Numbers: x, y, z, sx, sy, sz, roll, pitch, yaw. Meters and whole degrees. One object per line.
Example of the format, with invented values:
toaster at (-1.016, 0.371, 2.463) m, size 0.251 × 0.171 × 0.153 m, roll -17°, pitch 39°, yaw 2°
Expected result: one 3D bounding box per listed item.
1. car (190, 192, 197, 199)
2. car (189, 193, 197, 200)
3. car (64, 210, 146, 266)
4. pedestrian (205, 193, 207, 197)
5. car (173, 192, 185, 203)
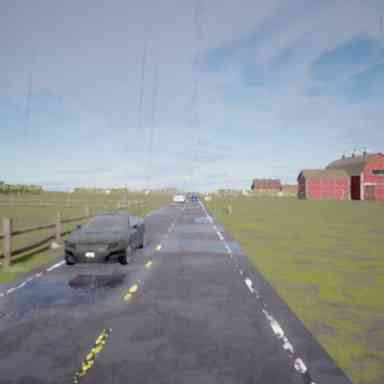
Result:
car at (0.376, 0.997, 94.987) m, size 2.097 × 1.767 × 4.553 m, roll 0°, pitch 0°, yaw 0°
car at (0.313, 1.266, 79.258) m, size 1.895 × 1.301 × 4.718 m, roll 0°, pitch 0°, yaw 0°
car at (-2.806, 1.455, 11.694) m, size 1.882 × 1.535 × 5.008 m, roll 0°, pitch 0°, yaw 0°
pedestrian at (3.107, 1.180, 71.650) m, size 0.375 × 1.860 × 0.375 m, roll 1°, pitch -1°, yaw 2°
car at (-2.500, 1.113, 65.507) m, size 2.150 × 2.045 × 5.566 m, roll 0°, pitch 0°, yaw 0°
